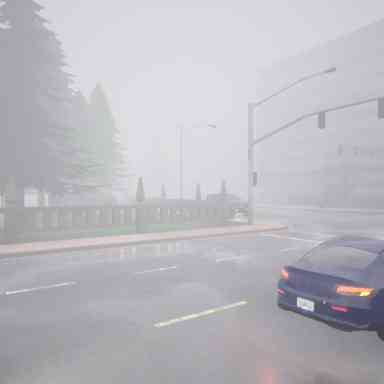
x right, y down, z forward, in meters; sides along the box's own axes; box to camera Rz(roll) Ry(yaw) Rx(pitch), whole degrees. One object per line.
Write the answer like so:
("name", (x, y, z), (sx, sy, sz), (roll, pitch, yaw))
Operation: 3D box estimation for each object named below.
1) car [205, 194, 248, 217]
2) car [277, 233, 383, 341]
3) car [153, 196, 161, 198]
("car", (3.293, 1.166, 31.329), (2.150, 2.045, 5.566), (0, 0, -32))
("car", (3.593, 1.526, 6.332), (4.674, 1.442, 1.812), (0, 0, -35))
("car", (-5.666, 1.436, 53.795), (2.128, 1.511, 4.902), (0, 0, -6))
